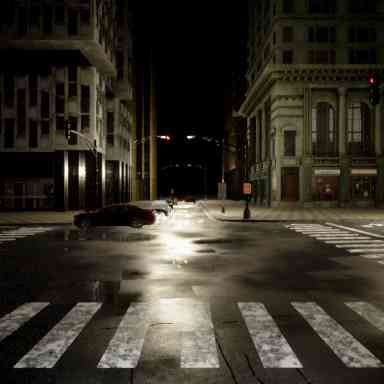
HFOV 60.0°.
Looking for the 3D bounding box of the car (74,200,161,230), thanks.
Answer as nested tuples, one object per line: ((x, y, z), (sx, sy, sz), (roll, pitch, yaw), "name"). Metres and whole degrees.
((-4.691, 1.488, 20.527), (5.008, 1.535, 1.882), (0, 0, 0), "car")

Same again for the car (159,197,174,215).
((-3.214, 1.528, 33.590), (2.033, 1.411, 5.357), (0, 0, 0), "car")

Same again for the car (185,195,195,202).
((-0.424, 1.453, 73.678), (1.994, 1.385, 4.181), (0, 0, 0), "car")

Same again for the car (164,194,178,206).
((-3.361, 1.299, 53.799), (2.097, 1.767, 4.553), (0, 0, 0), "car")

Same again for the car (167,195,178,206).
((-3.291, 1.458, 43.506), (2.128, 1.511, 4.902), (0, 0, 0), "car")

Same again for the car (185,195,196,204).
((-0.256, 1.450, 63.866), (1.812, 1.442, 4.674), (0, 0, 0), "car")
